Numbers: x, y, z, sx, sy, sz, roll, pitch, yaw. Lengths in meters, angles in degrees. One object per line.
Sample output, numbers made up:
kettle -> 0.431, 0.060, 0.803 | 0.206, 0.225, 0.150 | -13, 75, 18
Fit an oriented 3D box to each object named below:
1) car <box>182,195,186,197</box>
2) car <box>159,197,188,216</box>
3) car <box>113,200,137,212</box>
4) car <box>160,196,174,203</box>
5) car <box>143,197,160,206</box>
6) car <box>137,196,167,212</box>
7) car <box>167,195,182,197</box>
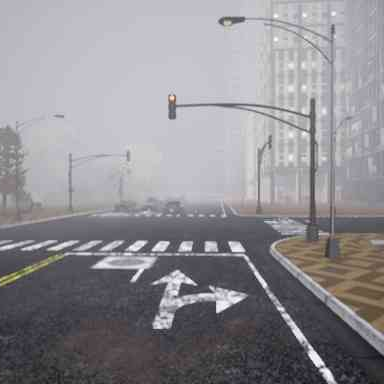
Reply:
car -> -2.012, 1.494, 69.258 | 1.837, 1.490, 4.892 | 0, 0, 5
car -> -1.615, 1.502, 31.962 | 1.812, 1.442, 4.674 | 0, -1, 4
car -> -7.751, 1.589, 39.397 | 1.895, 1.301, 4.718 | 0, 0, 5
car -> -5.204, 1.531, 70.099 | 2.033, 1.411, 5.357 | 0, 0, 5
car -> -6.533, 1.515, 54.449 | 1.812, 1.442, 4.674 | 0, 0, 4
car -> -4.525, 1.537, 38.979 | 2.033, 1.411, 5.357 | 0, 0, 5
car -> -3.308, 1.479, 54.102 | 2.128, 1.511, 4.902 | 0, 0, 5
